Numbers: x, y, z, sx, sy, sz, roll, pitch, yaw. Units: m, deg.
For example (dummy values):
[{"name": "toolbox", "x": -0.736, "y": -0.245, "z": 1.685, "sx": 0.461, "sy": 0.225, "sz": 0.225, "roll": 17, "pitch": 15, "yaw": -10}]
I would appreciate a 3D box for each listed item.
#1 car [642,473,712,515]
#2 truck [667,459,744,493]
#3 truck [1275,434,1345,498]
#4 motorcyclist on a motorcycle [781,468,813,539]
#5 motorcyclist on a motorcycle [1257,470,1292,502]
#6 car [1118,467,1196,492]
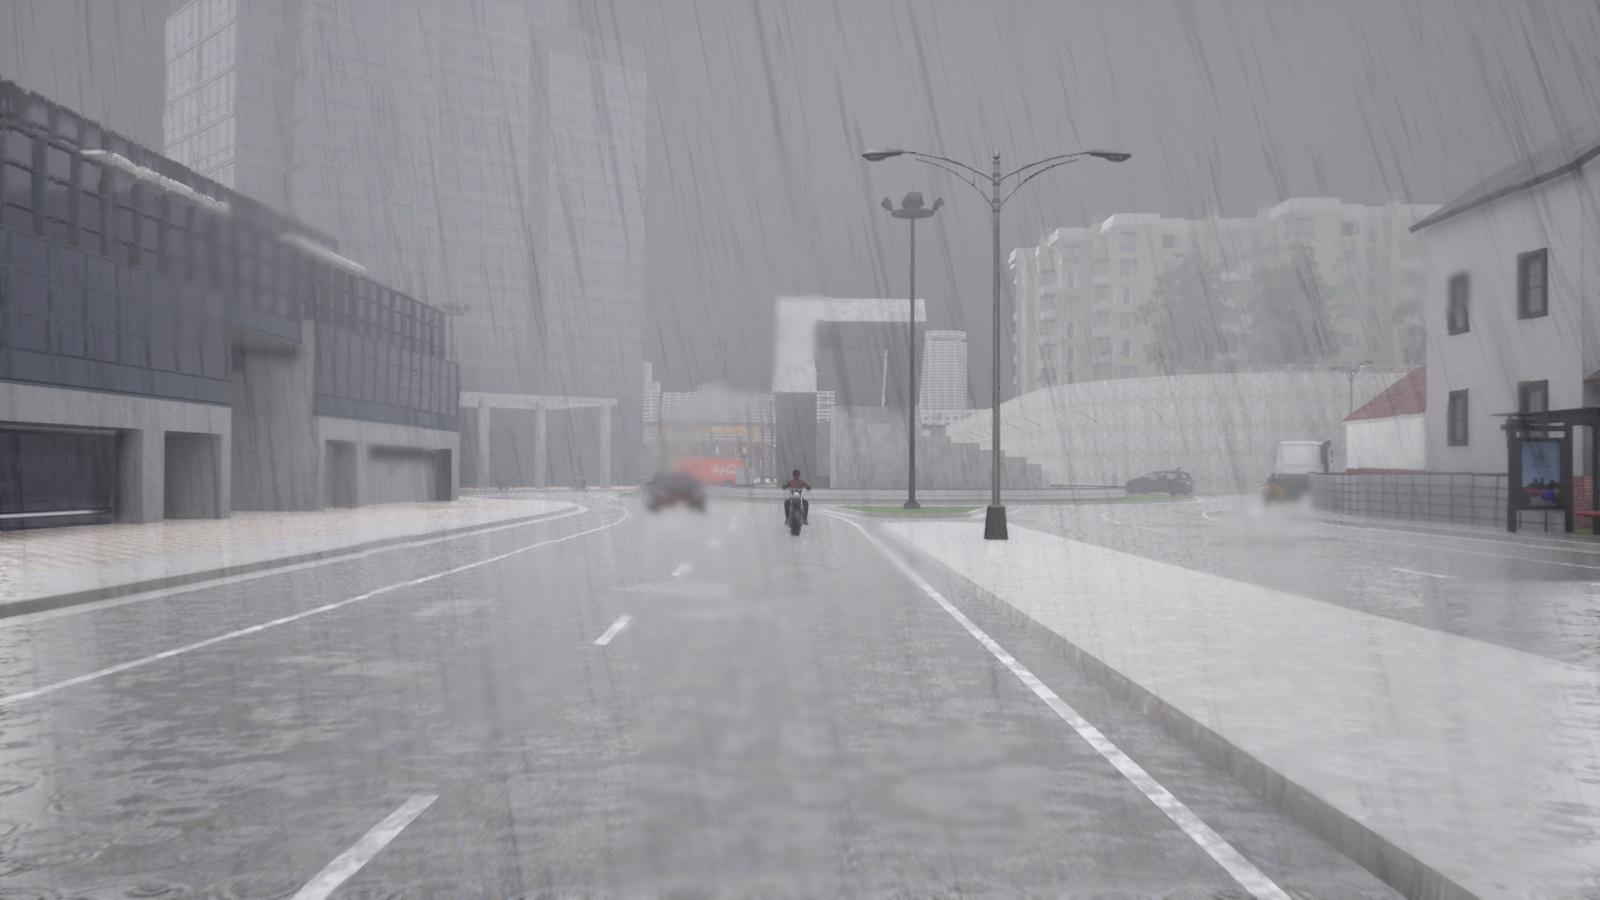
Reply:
[{"name": "car", "x": -4.684, "y": 1.626, "z": 47.329, "sx": 2.163, "sy": 1.488, "sz": 4.792, "roll": 0, "pitch": -1, "yaw": -11}, {"name": "truck", "x": -7.187, "y": 1.954, "z": 95.448, "sx": 5.204, "sy": 2.467, "sz": 2.627, "roll": 0, "pitch": -1, "yaw": -34}, {"name": "truck", "x": 29.000, "y": 0.917, "z": 71.697, "sx": 2.891, "sy": 3.462, "sz": 7.936, "roll": 0, "pitch": -1, "yaw": 16}, {"name": "motorcyclist on a motorcycle", "x": -0.077, "y": 1.280, "z": 30.767, "sx": 0.766, "sy": 1.649, "sz": 2.350, "roll": 0, "pitch": -1, "yaw": 0}, {"name": "motorcyclist on a motorcycle", "x": 22.823, "y": 1.717, "z": 60.420, "sx": 0.797, "sy": 1.523, "sz": 2.044, "roll": -1, "pitch": -1, "yaw": 44}, {"name": "car", "x": 24.354, "y": 1.995, "z": 85.659, "sx": 4.611, "sy": 1.667, "sz": 2.242, "roll": -1, "pitch": -1, "yaw": 40}]
